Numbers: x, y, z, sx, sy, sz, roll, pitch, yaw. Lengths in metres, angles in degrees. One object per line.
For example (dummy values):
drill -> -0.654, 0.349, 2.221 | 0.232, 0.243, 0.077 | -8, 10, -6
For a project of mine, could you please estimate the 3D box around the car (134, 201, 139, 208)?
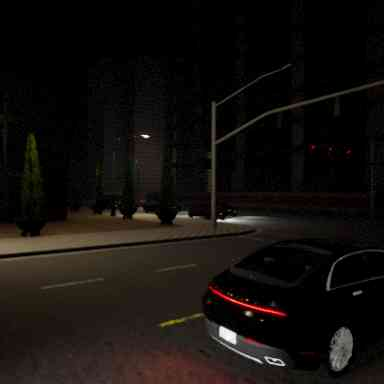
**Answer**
car -> -10.012, 1.738, 52.602 | 1.812, 1.442, 4.674 | 0, 0, -36

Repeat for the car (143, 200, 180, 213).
car -> -3.762, 1.788, 37.948 | 1.895, 1.301, 4.718 | 0, 0, -36

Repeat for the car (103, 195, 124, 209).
car -> -11.086, 1.406, 48.094 | 2.150, 2.045, 5.566 | 0, 0, -36

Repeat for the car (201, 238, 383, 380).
car -> 2.418, 1.542, 5.584 | 4.892, 1.490, 1.837 | 0, 0, -36

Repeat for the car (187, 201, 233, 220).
car -> 1.373, 1.751, 30.850 | 1.994, 1.385, 4.181 | 0, 0, -36

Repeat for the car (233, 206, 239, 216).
car -> 2.820, 1.715, 34.822 | 1.837, 1.490, 4.892 | 0, 0, -36

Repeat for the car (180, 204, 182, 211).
car -> -3.233, 1.689, 43.193 | 1.882, 1.535, 5.008 | 0, 0, -36
